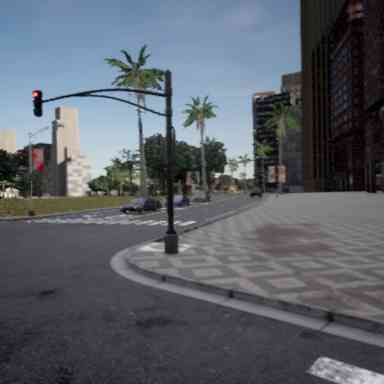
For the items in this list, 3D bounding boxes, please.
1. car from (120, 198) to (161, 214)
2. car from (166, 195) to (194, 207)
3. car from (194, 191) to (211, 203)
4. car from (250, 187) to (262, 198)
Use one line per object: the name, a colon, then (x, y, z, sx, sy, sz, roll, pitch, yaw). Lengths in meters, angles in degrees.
car: (-4.763, 1.272, 31.778, 2.033, 1.411, 5.357, -1, 1, 20)
car: (-1.634, 1.063, 40.909, 1.812, 1.442, 4.674, -1, 1, 18)
car: (1.463, 0.690, 50.732, 2.097, 1.767, 4.553, -1, 1, 17)
car: (12.940, 0.088, 67.403, 2.150, 2.045, 5.566, -1, 1, 14)
